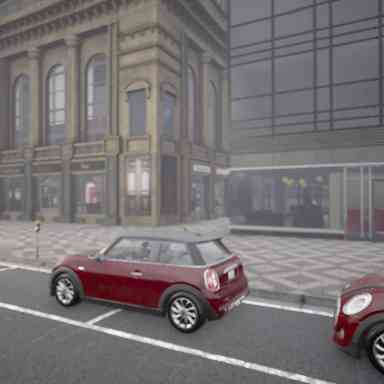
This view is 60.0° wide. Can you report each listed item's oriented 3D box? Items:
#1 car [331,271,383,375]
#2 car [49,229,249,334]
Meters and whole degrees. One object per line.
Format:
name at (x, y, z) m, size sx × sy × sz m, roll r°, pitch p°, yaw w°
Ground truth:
car at (3.974, 1.480, 4.239) m, size 4.097 × 1.590 × 1.967 m, roll 0°, pitch -1°, yaw 28°
car at (-1.012, 1.515, 6.872) m, size 4.097 × 1.590 × 1.967 m, roll 0°, pitch -1°, yaw 28°
